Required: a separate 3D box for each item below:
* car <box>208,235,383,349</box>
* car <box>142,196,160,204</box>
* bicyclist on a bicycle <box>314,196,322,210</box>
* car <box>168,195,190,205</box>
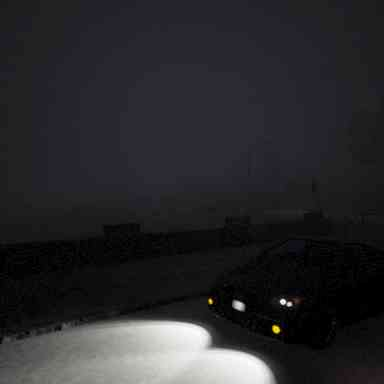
[{"bbox_3d":[2.339,1.564,6.276,4.181,1.385,1.994,0,0,-36],"label":"car"},{"bbox_3d":[-8.175,1.478,65.455,1.882,1.535,5.008,0,0,-36],"label":"car"},{"bbox_3d":[15.190,1.349,40.104,1.656,1.620,0.582,0,0,-36],"label":"bicyclist on a bicycle"},{"bbox_3d":[-2.302,1.352,57.303,2.097,1.767,4.553,0,0,-35],"label":"car"}]
